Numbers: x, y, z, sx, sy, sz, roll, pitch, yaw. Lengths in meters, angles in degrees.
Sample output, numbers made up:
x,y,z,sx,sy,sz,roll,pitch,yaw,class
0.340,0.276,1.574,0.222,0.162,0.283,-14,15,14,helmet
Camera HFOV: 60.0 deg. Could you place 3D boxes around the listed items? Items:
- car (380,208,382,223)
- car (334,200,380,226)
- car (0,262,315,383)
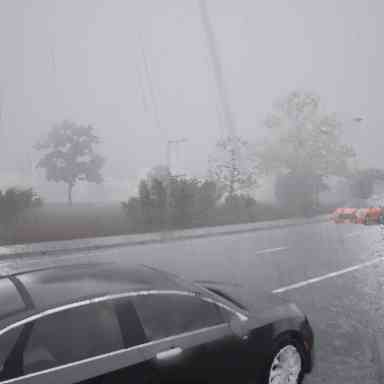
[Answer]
x,y,z,sx,sy,sz,roll,pitch,yaw,class
13.426,1.493,20.315,1.882,1.535,5.008,0,0,45,car
11.890,1.373,23.760,2.097,1.767,4.553,0,0,44,car
-0.736,1.514,3.357,4.892,1.490,1.837,0,0,-36,car
